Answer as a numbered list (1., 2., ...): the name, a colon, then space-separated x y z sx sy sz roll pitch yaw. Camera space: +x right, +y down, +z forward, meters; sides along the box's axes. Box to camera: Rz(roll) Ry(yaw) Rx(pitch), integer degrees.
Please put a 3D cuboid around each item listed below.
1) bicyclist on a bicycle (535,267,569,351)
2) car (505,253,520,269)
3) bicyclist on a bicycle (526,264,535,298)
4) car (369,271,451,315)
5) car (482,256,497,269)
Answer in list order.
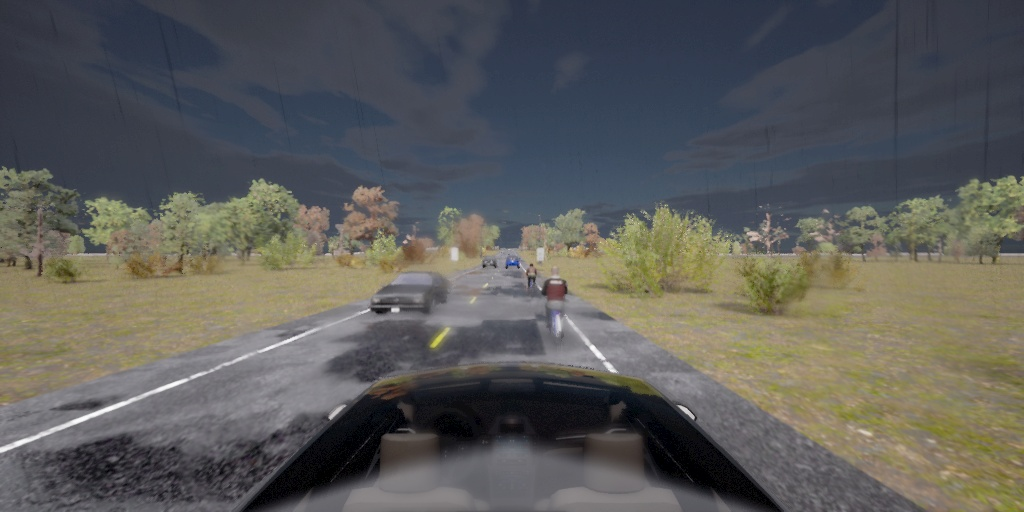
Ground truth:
1. bicyclist on a bicycle: 0.962 1.117 8.118 0.659 1.776 1.843 0 0 0
2. car: 0.096 0.935 57.515 2.150 2.045 5.566 0 0 0
3. bicyclist on a bicycle: 0.963 1.193 17.480 0.582 1.620 1.656 0 0 0
4. car: -3.599 1.290 13.763 2.033 1.411 5.357 0 0 0
5. car: -3.573 0.937 57.494 2.150 2.045 5.566 0 0 0
